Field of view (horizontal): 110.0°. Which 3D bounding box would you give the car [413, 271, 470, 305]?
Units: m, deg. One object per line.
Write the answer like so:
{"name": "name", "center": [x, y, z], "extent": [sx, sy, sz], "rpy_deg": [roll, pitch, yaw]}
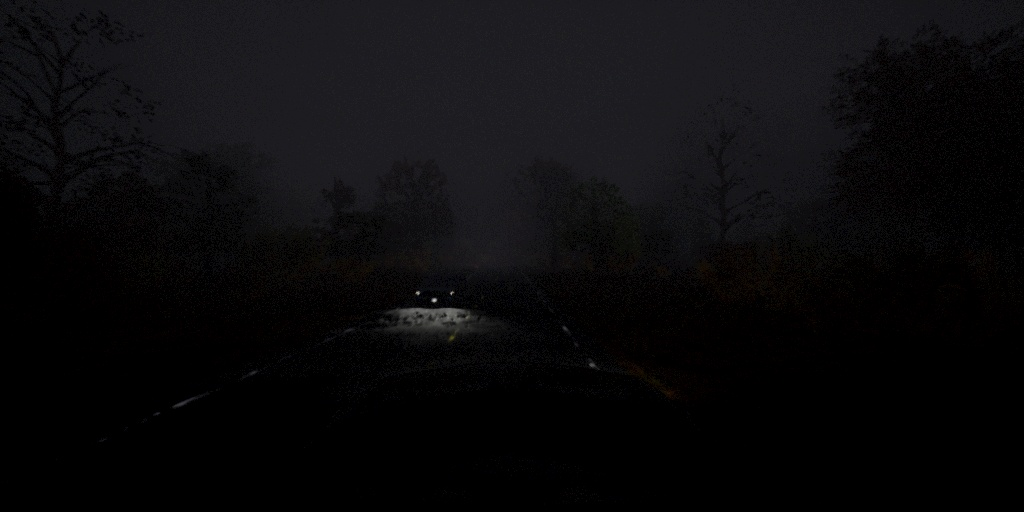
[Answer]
{"name": "car", "center": [-3.096, 1.399, 16.951], "extent": [2.033, 1.411, 5.357], "rpy_deg": [0, 0, 0]}
